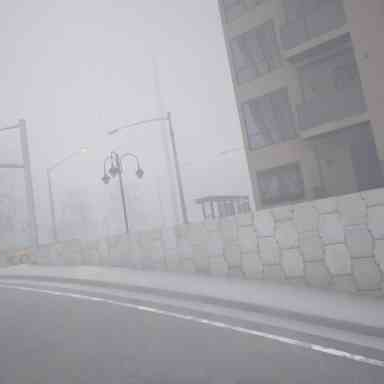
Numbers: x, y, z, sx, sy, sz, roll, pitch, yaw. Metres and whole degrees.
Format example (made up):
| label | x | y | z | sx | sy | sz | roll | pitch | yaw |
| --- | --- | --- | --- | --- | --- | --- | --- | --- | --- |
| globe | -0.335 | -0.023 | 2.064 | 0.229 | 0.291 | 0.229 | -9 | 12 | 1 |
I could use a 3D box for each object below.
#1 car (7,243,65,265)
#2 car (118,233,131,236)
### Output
| label | x | y | z | sx | sy | sz | roll | pitch | yaw |
| --- | --- | --- | --- | --- | --- | --- | --- | --- | --- |
| car | -13.727 | 5.358 | 29.534 | 1.882 | 1.535 | 5.008 | -14 | -8 | 35 |
| car | -7.897 | 5.451 | 37.475 | 1.895 | 1.301 | 4.718 | -14 | -8 | 35 |
